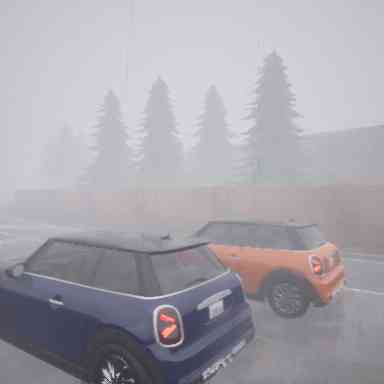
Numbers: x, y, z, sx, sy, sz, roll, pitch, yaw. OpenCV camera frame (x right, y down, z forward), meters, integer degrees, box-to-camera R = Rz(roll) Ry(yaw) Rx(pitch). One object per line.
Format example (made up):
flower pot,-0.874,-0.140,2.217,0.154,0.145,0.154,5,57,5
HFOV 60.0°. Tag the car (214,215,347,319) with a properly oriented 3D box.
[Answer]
car,0.943,1.354,7.604,4.553,1.767,2.097,0,0,35

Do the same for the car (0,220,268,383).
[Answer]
car,-1.452,1.355,5.013,4.553,1.767,2.097,0,0,35
